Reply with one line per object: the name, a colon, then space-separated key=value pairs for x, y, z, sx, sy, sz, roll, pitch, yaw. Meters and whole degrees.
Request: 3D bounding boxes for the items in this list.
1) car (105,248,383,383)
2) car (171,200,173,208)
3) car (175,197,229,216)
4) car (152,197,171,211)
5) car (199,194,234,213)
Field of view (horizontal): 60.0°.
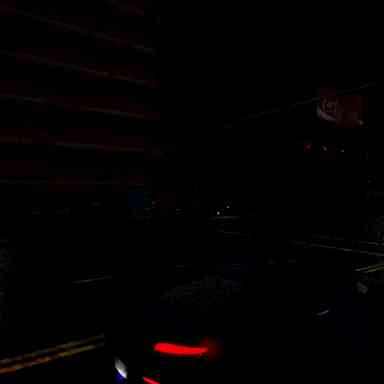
car: x=1.180 y=1.526 z=4.581 sx=4.674 sy=1.442 sz=1.812 roll=0 pitch=0 yaw=-36
car: x=-3.703 y=1.564 z=44.817 sx=1.994 sy=1.385 sz=4.181 roll=0 pitch=0 yaw=-35
car: x=0.848 y=1.547 z=32.489 sx=2.033 sy=1.411 sz=5.357 roll=0 pitch=0 yaw=-36
car: x=-4.935 y=1.352 z=40.524 sx=2.097 sy=1.767 sz=4.553 roll=0 pitch=0 yaw=-36
car: x=2.148 y=1.222 z=36.675 sx=2.150 sy=2.045 sz=5.566 roll=0 pitch=0 yaw=-36
